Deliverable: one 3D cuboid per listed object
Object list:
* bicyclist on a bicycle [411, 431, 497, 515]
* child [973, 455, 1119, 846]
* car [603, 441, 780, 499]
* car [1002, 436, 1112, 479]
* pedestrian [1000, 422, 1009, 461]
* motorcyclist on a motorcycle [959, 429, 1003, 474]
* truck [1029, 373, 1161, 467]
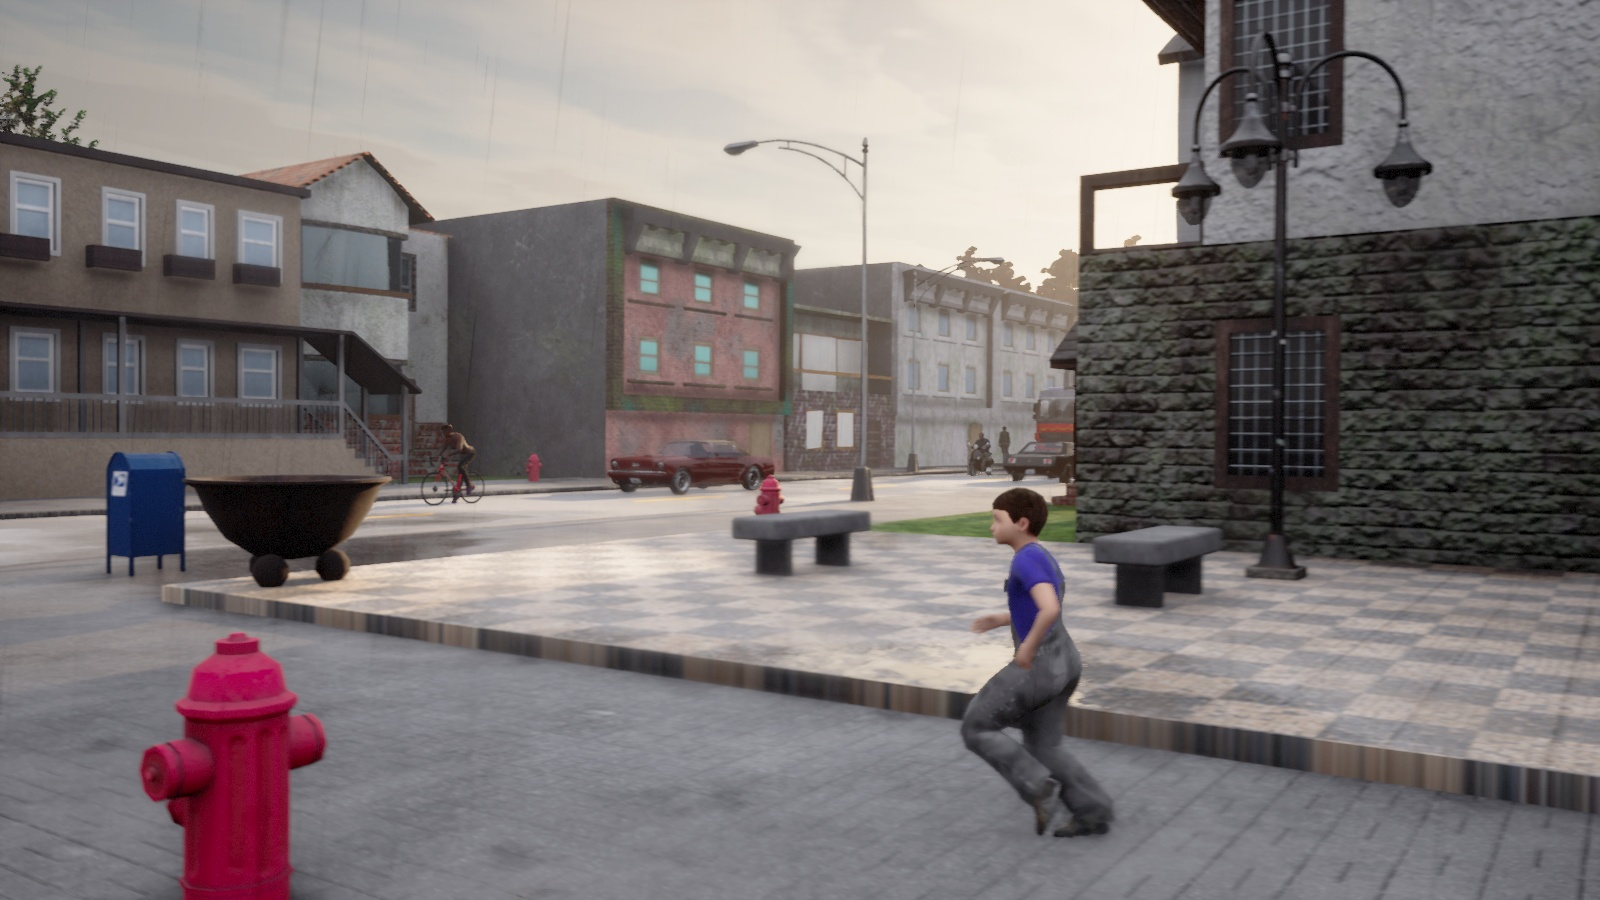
[{"bbox_3d":[-6.940,0.434,25.252,0.582,1.620,1.656,0,1,33],"label":"bicyclist on a bicycle"},{"bbox_3d":[0.838,0.651,4.268,0.437,1.263,0.270,0,1,21],"label":"child"},{"bbox_3d":[-2.636,0.455,31.679,1.895,1.301,4.718,0,1,34],"label":"car"},{"bbox_3d":[8.484,0.219,41.145,1.895,1.301,4.718,0,1,34],"label":"car"},{"bbox_3d":[9.697,-0.418,59.446,0.353,1.847,0.614,0,1,16],"label":"pedestrian"},{"bbox_3d":[6.574,0.036,45.492,0.866,1.590,1.817,0,1,34],"label":"motorcyclist on a motorcycle"},{"bbox_3d":[13.154,-1.276,55.355,2.891,3.827,8.468,0,1,34],"label":"truck"}]
